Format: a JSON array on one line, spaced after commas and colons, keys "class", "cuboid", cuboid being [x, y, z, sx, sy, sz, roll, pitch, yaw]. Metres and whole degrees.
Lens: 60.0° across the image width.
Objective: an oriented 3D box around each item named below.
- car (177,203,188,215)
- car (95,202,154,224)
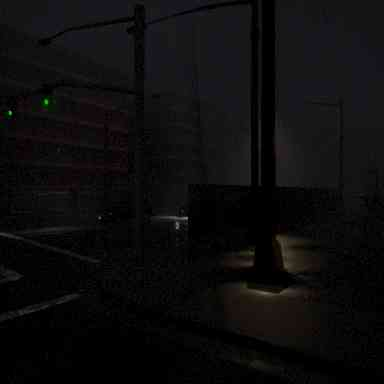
[{"class": "car", "cuboid": [0.527, 1.505, 32.516, 1.837, 1.490, 4.892, 0, 0, 35]}, {"class": "car", "cuboid": [-4.911, 1.491, 24.772, 2.128, 1.511, 4.902, 0, 0, 35]}]
